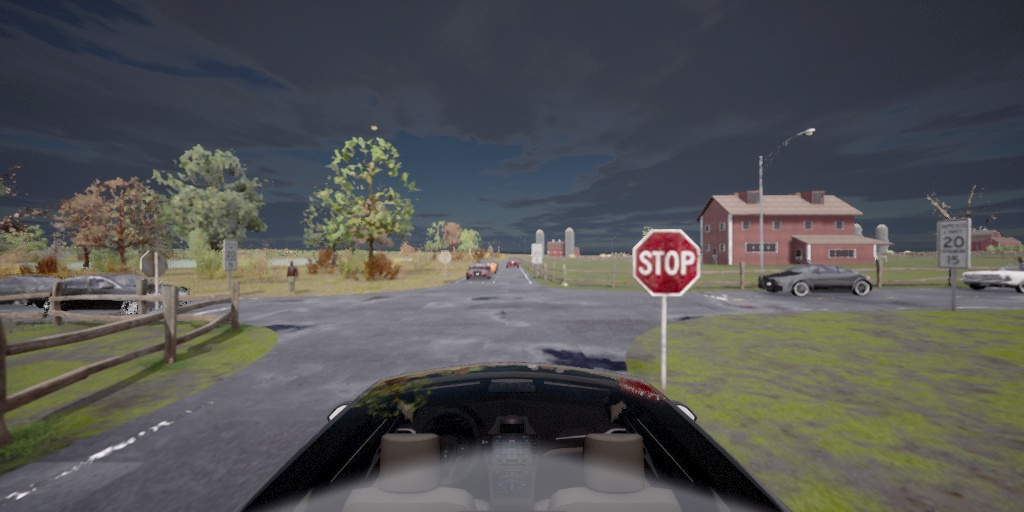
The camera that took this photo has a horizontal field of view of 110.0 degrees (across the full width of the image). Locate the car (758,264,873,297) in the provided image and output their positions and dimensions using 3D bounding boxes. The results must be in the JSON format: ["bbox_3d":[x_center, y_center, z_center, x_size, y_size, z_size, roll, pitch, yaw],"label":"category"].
[{"bbox_3d":[13.860,1.077,16.545,4.181,1.385,1.994,-1,0,1],"label":"car"}]

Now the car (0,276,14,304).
[{"bbox_3d":[-23.167,1.597,16.833,4.181,1.385,1.994,-1,0,1],"label":"car"}]

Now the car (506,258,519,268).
[{"bbox_3d":[0.111,1.076,59.432,2.097,1.767,4.553,0,0,0],"label":"car"}]

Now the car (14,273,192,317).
[{"bbox_3d":[-15.228,1.440,13.842,4.902,1.511,2.128,-1,0,1],"label":"car"}]

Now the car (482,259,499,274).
[{"bbox_3d":[-2.829,1.085,41.204,2.097,1.767,4.553,0,0,0],"label":"car"}]

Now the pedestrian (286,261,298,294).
[{"bbox_3d":[-12.154,1.157,19.779,0.375,1.860,0.375,0,1,0],"label":"pedestrian"}]

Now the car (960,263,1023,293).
[{"bbox_3d":[23.929,0.967,16.468,4.718,1.301,1.895,-1,0,0],"label":"car"}]

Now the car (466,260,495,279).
[{"bbox_3d":[-2.833,1.301,31.449,1.994,1.385,4.181,0,0,1],"label":"car"}]
